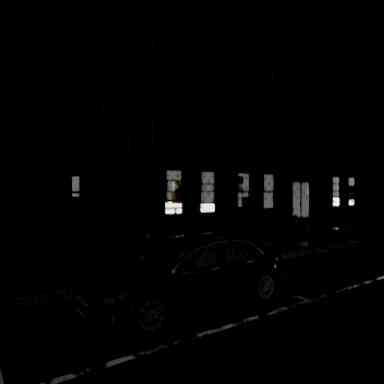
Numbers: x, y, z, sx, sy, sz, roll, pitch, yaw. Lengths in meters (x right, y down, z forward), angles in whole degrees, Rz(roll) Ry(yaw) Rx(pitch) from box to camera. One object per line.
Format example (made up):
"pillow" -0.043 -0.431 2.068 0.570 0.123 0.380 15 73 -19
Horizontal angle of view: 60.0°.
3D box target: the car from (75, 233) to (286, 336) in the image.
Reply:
"car" -0.002 1.539 6.558 4.403 1.369 2.008 0 0 -35
